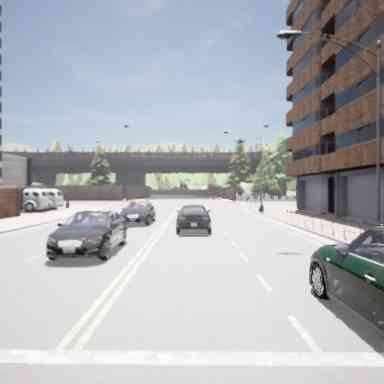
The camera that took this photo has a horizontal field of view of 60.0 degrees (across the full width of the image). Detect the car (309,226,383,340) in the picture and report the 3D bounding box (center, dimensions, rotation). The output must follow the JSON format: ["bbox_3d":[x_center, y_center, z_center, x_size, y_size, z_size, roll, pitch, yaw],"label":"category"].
[{"bbox_3d":[3.601,1.321,5.408,2.097,1.767,4.553,0,0,0],"label":"car"}]

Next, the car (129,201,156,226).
[{"bbox_3d":[-3.541,1.365,22.528,2.128,1.511,4.902,0,0,1],"label":"car"}]

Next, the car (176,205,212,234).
[{"bbox_3d":[0.086,1.422,18.443,1.812,1.442,4.674,0,0,0],"label":"car"}]

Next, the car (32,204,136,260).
[{"bbox_3d":[-3.600,1.423,12.124,2.128,1.511,4.902,0,0,-1],"label":"car"}]
